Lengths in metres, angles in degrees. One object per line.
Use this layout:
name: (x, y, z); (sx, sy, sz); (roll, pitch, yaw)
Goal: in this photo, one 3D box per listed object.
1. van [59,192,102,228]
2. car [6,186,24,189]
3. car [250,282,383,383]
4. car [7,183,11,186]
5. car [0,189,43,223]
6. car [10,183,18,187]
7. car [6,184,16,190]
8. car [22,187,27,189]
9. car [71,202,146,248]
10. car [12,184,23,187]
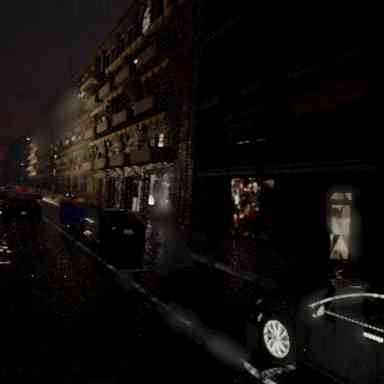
van: (-6.208, 0.958, 18.319); (1.690, 1.788, 3.998); (5, -1, -31)
car: (-17.988, 0.457, 32.695); (1.895, 1.301, 4.718); (4, 0, -31)
car: (2.536, 1.723, 3.793); (2.008, 1.369, 4.403); (5, -1, -31)
car: (-35.422, -0.718, 66.728); (2.008, 1.369, 4.403); (5, -1, -31)
car: (-9.984, 0.846, 19.436); (1.882, 1.535, 5.008); (4, 0, -30)
car: (-29.583, -0.338, 57.046); (2.008, 1.369, 4.403); (5, -1, -31)
car: (-44.176, -1.274, 81.253); (1.947, 1.339, 4.313); (5, -1, -31)
car: (-17.906, 0.450, 37.681); (1.802, 1.307, 4.206); (5, -1, -31)
car: (-3.305, 1.367, 13.475); (1.947, 1.339, 4.313); (5, -1, -31)
car: (-26.665, -0.117, 52.205); (1.802, 1.307, 4.206); (5, -1, -31)
